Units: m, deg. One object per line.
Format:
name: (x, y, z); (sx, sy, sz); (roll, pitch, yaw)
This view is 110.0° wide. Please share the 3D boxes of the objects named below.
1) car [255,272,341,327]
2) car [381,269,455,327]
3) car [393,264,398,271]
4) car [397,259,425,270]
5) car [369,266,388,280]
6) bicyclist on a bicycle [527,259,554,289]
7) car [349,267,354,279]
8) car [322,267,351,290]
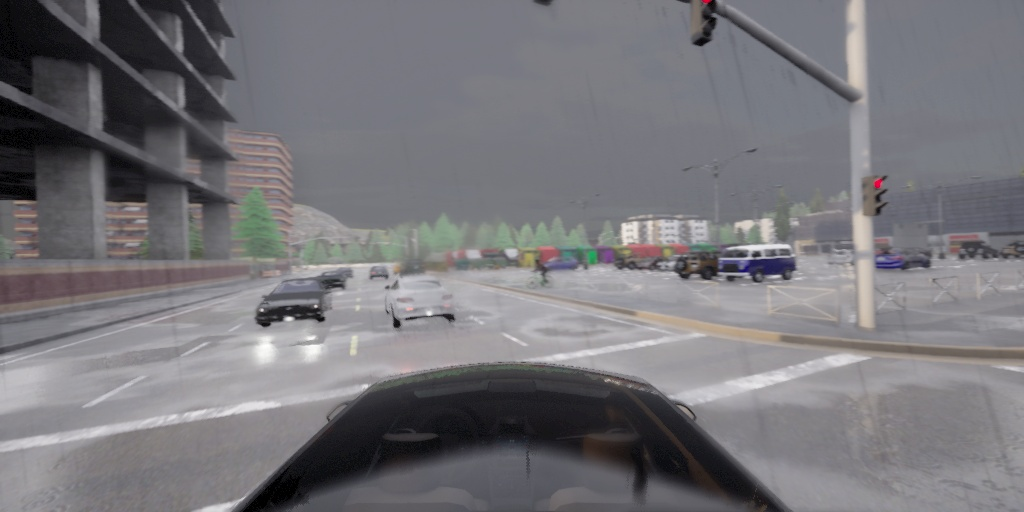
car: (-7.695, 1.533, 13.173); (2.033, 1.411, 5.357); (-2, 0, -23)
car: (-3.182, 1.362, 12.024); (1.812, 1.442, 4.674); (-2, 0, -23)
car: (-15.722, 1.748, 50.994); (1.882, 1.535, 5.008); (-2, 0, -22)
car: (-10.942, 1.328, 39.547); (2.150, 2.045, 5.566); (-2, 0, -23)
car: (-14.357, 1.767, 38.682); (2.033, 1.411, 5.357); (-2, 0, -22)
bicyclist on a bicycle: (1.538, 0.988, 19.543); (1.656, 1.620, 0.582); (-2, 0, -23)
car: (-19.708, 2.000, 42.321); (2.033, 1.411, 5.357); (-2, 0, -23)
car: (-13.061, 1.770, 26.090); (1.895, 1.301, 4.718); (-2, 0, -23)
